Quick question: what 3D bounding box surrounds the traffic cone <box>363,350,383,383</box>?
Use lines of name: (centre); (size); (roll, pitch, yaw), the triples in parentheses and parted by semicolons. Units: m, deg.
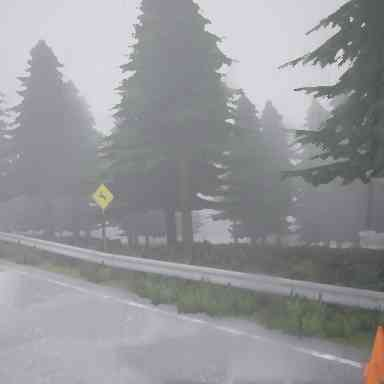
traffic cone: (1.783, 1.956, 3.273); (0.340, 0.580, 0.340); (0, 0, 33)

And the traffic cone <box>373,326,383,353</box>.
traffic cone: (2.327, 1.956, 4.109); (0.340, 0.580, 0.340); (0, 0, 34)
